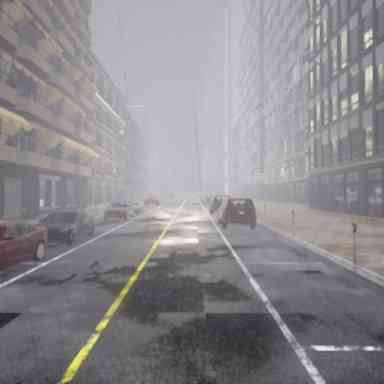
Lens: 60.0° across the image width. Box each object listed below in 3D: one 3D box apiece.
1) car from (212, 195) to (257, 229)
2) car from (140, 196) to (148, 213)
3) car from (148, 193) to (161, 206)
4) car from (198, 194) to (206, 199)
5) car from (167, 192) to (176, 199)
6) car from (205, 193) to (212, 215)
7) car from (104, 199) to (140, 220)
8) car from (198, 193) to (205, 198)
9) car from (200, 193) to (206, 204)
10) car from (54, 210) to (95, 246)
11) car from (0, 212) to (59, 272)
[{"bbox_3d":[2.711,1.218,20.670,2.192,1.841,5.009,1,0,0],"label":"car"},{"bbox_3d":[-5.669,1.374,31.807,1.752,1.417,4.829,1,0,0],"label":"car"},{"bbox_3d":[-5.661,1.077,48.931,2.192,1.841,5.009,1,0,0],"label":"car"},{"bbox_3d":[2.725,1.118,88.486,1.947,1.339,4.313,1,0,0],"label":"car"},{"bbox_3d":[-5.651,0.868,88.490,2.192,1.841,5.009,1,0,0],"label":"car"},{"bbox_3d":[2.714,1.162,31.973,2.192,1.841,5.009,1,0,0],"label":"car"},{"bbox_3d":[-5.671,1.421,26.327,1.887,1.381,4.507,1,0,0],"label":"car"},{"bbox_3d":[2.728,1.066,94.137,1.887,1.381,4.507,1,0,0],"label":"car"},{"bbox_3d":[2.718,1.172,54.578,1.967,1.590,4.097,1,0,0],"label":"car"},{"bbox_3d":[-5.675,1.496,15.024,1.947,1.339,4.313,1,0,0],"label":"car"},{"bbox_3d":[-5.676,1.502,9.373,1.887,1.381,4.507,1,0,0],"label":"car"}]
